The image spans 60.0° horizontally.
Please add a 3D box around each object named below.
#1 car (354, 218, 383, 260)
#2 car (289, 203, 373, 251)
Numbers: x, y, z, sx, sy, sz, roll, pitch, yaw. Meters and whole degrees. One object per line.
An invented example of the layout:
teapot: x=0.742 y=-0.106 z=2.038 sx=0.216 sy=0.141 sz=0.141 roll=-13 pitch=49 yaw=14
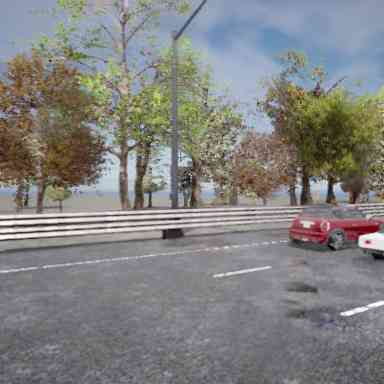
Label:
car: x=7.719 y=1.594 z=10.940 sx=4.718 sy=1.301 sz=1.895 roll=0 pitch=0 yaw=-31
car: x=6.345 y=1.343 z=14.187 sx=4.553 sy=1.767 sz=2.097 roll=0 pitch=0 yaw=-31
